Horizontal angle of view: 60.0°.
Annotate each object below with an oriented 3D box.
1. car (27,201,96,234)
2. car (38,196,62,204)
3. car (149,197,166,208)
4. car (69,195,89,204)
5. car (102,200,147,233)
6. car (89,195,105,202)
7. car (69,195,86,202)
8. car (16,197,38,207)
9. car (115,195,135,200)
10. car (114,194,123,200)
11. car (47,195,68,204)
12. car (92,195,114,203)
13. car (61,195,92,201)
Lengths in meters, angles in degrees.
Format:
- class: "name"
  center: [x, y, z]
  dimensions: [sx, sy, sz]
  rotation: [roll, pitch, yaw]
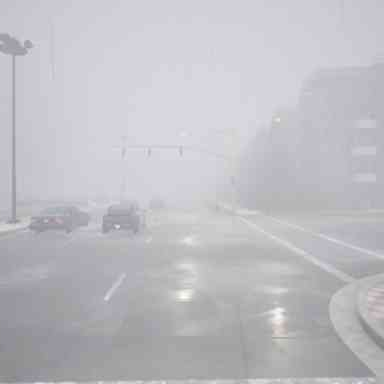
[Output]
- class: "car"
  center: [-7.250, 1.470, 18.846]
  dimensions: [2.033, 1.411, 5.357]
  rotation: [0, 0, -2]
- class: "car"
  center: [-19.763, 1.283, 48.078]
  dimensions: [1.882, 1.535, 5.008]
  rotation: [0, 0, 0]
- class: "car"
  center: [-4.576, 1.383, 44.500]
  dimensions: [1.994, 1.385, 4.181]
  rotation: [0, 0, -1]
- class: "car"
  center: [-19.769, 1.326, 58.197]
  dimensions: [1.994, 1.385, 4.181]
  rotation: [0, 0, 0]
- class: "car"
  center: [-3.760, 1.428, 18.855]
  dimensions: [1.837, 1.490, 4.892]
  rotation: [0, 0, -2]
- class: "car"
  center: [-19.717, 1.312, 68.988]
  dimensions: [1.895, 1.301, 4.718]
  rotation: [0, 0, 0]
- class: "car"
  center: [-23.220, 1.279, 67.370]
  dimensions: [1.994, 1.385, 4.181]
  rotation: [0, 0, 0]
- class: "car"
  center: [-23.257, 1.408, 47.538]
  dimensions: [1.895, 1.301, 4.718]
  rotation: [0, 0, 0]
- class: "car"
  center: [-8.058, 1.429, 42.294]
  dimensions: [1.895, 1.301, 4.718]
  rotation: [0, 0, -1]
- class: "car"
  center: [-16.211, 1.143, 73.438]
  dimensions: [1.882, 1.535, 5.008]
  rotation: [0, 0, 0]
- class: "car"
  center: [-23.263, 1.330, 57.650]
  dimensions: [1.994, 1.385, 4.181]
  rotation: [0, 0, 1]
- class: "car"
  center: [-16.247, 1.305, 59.918]
  dimensions: [2.033, 1.411, 5.357]
  rotation: [0, 0, 0]
- class: "car"
  center: [-16.270, 1.334, 47.139]
  dimensions: [1.812, 1.442, 4.674]
  rotation: [0, 0, 3]
